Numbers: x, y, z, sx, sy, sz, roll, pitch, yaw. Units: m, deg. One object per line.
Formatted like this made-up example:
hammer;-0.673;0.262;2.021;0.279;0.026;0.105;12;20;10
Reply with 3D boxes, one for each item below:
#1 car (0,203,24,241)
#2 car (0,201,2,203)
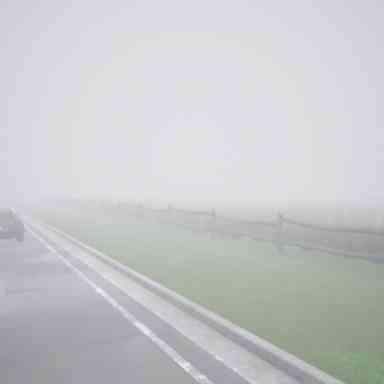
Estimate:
car;-8.970;1.444;15.290;1.994;1.385;4.181;0;0;-32
car;-19.336;1.237;31.738;2.128;1.511;4.902;0;0;-32
